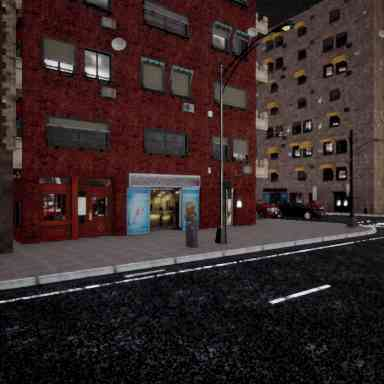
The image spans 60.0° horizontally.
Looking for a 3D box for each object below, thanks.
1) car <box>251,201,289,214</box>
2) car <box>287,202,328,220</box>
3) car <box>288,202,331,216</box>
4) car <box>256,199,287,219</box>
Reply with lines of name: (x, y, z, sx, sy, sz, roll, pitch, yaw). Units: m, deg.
car: (9.663, 1.901, 41.627, 1.947, 1.339, 4.313, -1, 0, -37)
car: (9.999, 1.712, 31.365, 1.882, 1.535, 5.008, 0, -1, -37)
car: (13.016, 1.847, 37.181, 1.802, 1.307, 4.206, -1, 0, -37)
car: (6.086, 1.588, 32.003, 2.192, 1.841, 5.009, -1, 0, -37)
